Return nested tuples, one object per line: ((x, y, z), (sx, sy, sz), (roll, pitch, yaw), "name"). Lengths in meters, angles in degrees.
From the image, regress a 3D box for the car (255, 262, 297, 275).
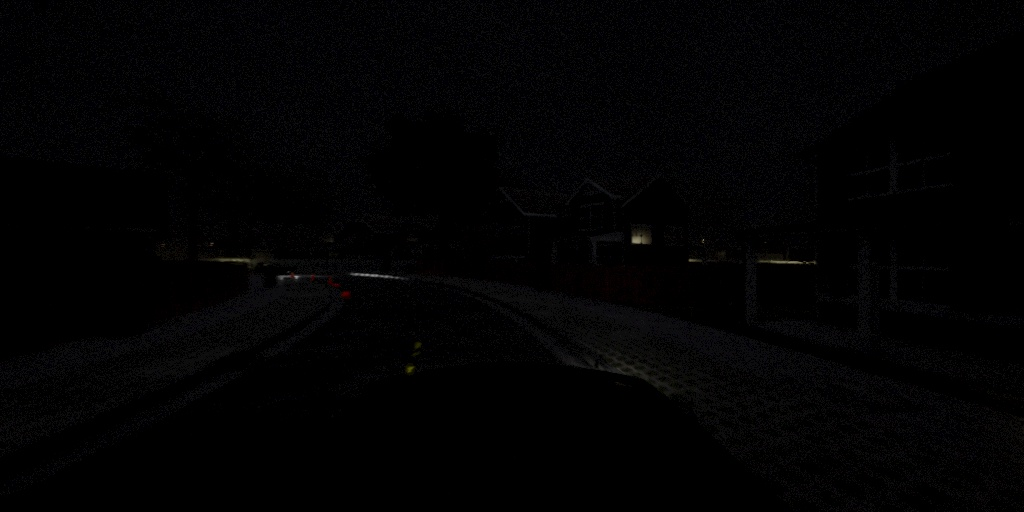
((-24.593, 1.294, 37.423), (4.718, 1.301, 1.895), (0, 0, 29), "car")

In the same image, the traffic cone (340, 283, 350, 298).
((-7.736, 1.531, 16.763), (0.340, 0.580, 0.340), (0, 0, -19), "traffic cone")

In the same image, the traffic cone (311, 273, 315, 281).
((-16.000, 1.670, 28.855), (0.340, 0.580, 0.340), (0, 0, 44), "traffic cone")

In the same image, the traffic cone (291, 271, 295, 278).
((-19.548, 1.663, 31.956), (0.340, 0.580, 0.340), (0, 0, 38), "traffic cone")

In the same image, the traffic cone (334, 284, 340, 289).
((-10.333, 1.522, 21.485), (0.340, 0.580, 0.340), (0, 0, -21), "traffic cone")

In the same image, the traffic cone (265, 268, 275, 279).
((-23.429, 1.659, 34.628), (0.340, 0.580, 0.340), (0, 0, 31), "traffic cone")

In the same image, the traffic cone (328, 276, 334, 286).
((-12.832, 1.679, 25.367), (0.340, 0.580, 0.340), (0, 0, -39), "traffic cone")
